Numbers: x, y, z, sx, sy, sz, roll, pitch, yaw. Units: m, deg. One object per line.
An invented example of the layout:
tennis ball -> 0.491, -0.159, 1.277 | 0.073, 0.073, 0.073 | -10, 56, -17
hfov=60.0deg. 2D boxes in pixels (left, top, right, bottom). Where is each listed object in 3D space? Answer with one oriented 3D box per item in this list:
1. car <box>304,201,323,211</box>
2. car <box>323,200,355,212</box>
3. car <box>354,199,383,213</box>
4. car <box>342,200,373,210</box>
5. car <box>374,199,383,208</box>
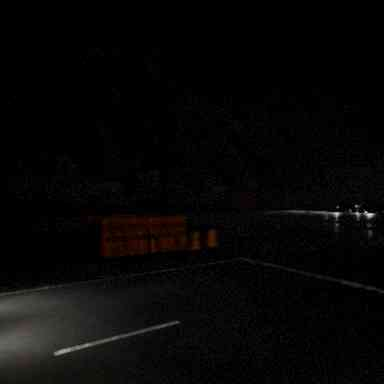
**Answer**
car -> 17.926, 1.969, 46.902 | 4.718, 1.301, 1.895 | 1, 0, -35
car -> 19.873, 1.872, 43.992 | 4.892, 1.490, 1.837 | 1, 0, -35
car -> 22.941, 1.882, 41.882 | 4.892, 1.490, 1.837 | 1, 0, -36
car -> 26.359, 2.003, 52.890 | 5.357, 1.411, 2.033 | 1, 0, -35
car -> 34.329, 2.029, 58.501 | 4.902, 1.511, 2.128 | 1, 0, -36
